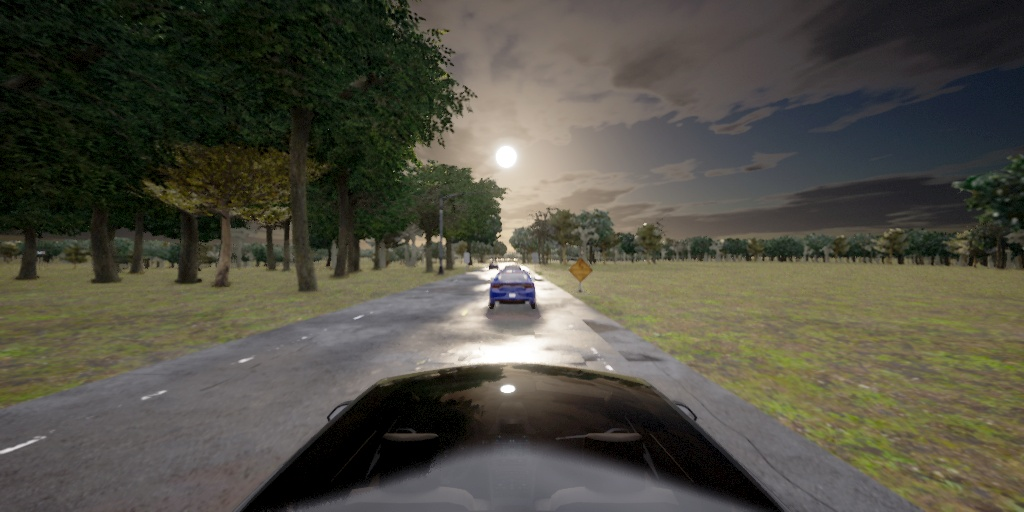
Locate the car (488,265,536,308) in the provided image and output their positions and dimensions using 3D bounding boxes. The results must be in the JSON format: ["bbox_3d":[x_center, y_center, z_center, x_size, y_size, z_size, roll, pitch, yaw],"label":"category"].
[{"bbox_3d":[0.037,1.360,16.075,1.882,1.535,5.008,0,0,0],"label":"car"}]

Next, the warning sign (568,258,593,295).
[{"bbox_3d":[3.560,1.023,18.749,1.300,1.860,1.060,0,0,0],"label":"warning sign"}]
